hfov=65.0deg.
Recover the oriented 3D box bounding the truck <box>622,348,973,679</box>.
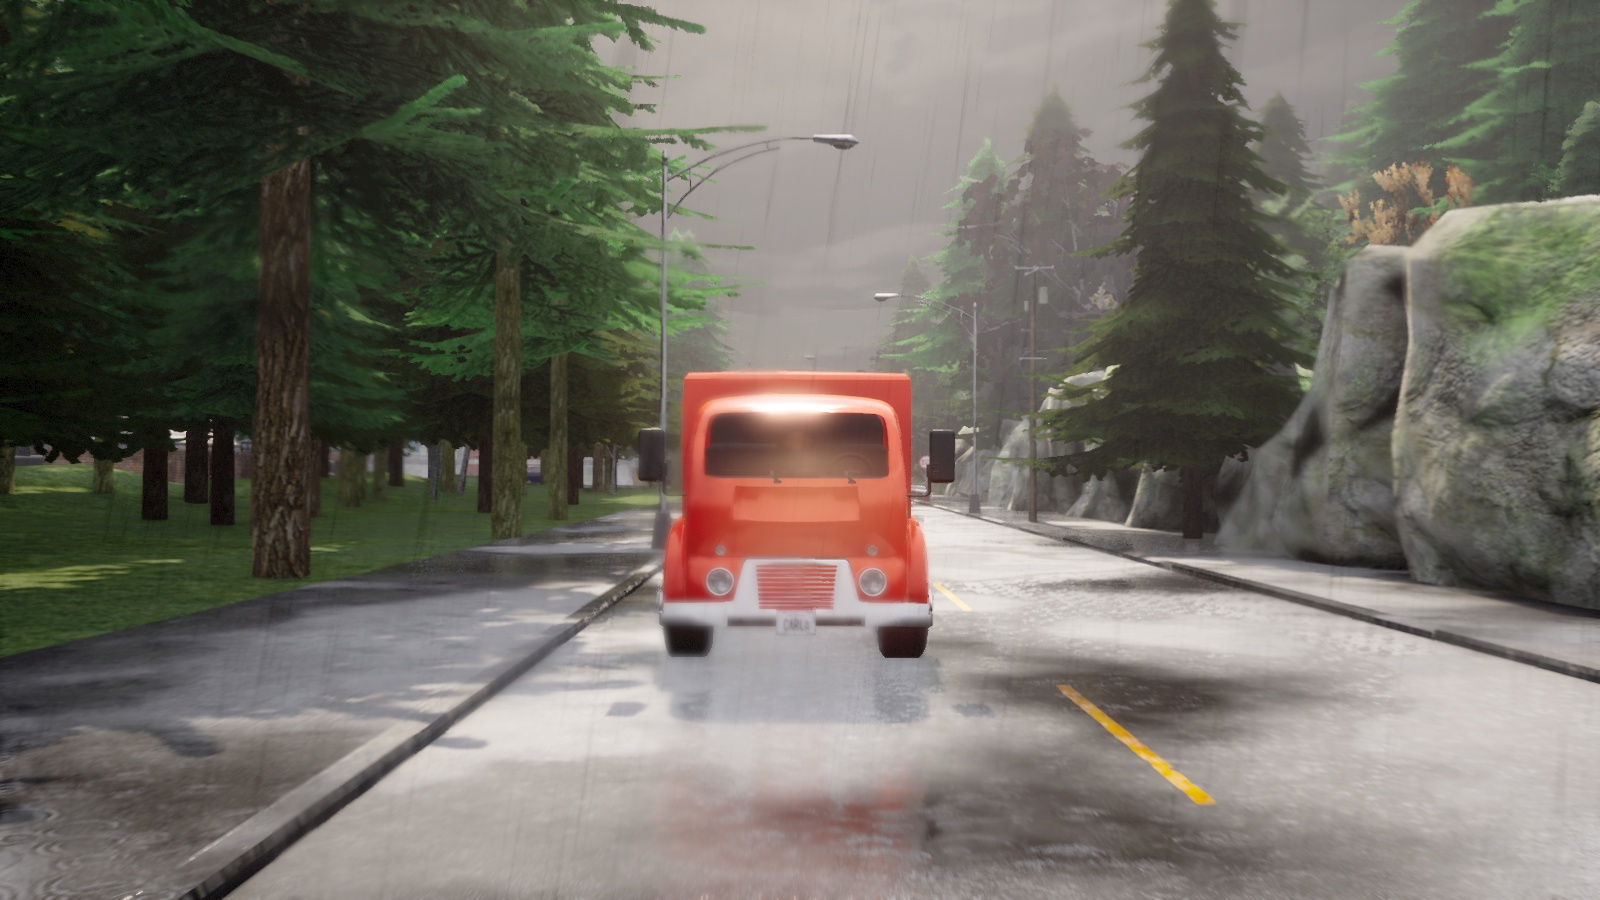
[{"bbox_3d":[-0.030,0.535,12.031,2.627,2.467,5.204,0,-1,0],"label":"truck"}]
